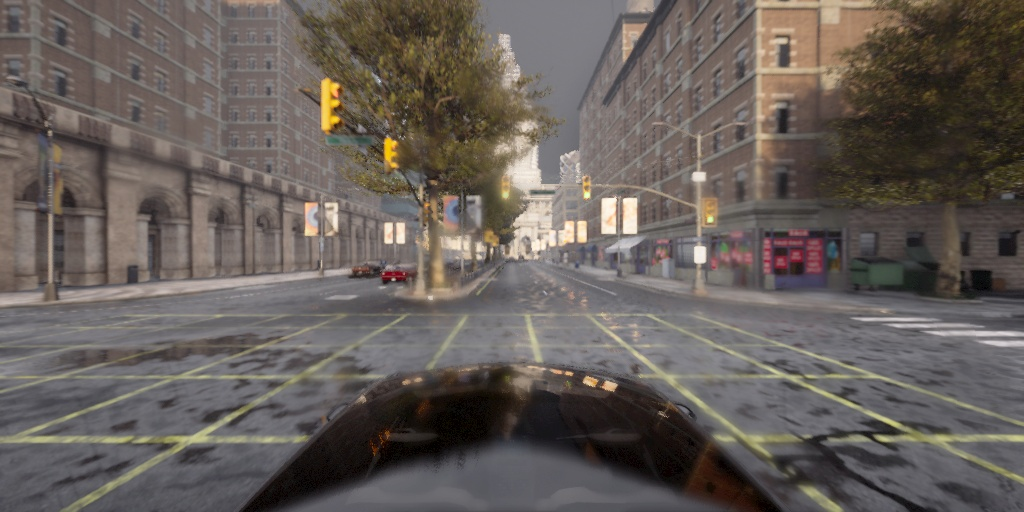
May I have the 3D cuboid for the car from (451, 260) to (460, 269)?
[{"bbox_3d":[-7.990,1.184,46.905,2.033,1.411,5.357,0,0,0],"label":"car"}]

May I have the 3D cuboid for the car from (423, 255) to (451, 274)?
[{"bbox_3d":[-8.014,0.885,36.297,2.150,2.045,5.566,0,0,0],"label":"car"}]

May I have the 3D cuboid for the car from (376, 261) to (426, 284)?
[{"bbox_3d":[-8.079,1.289,26.659,1.895,1.301,4.718,0,0,0],"label":"car"}]
